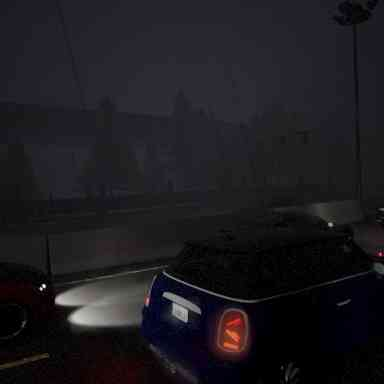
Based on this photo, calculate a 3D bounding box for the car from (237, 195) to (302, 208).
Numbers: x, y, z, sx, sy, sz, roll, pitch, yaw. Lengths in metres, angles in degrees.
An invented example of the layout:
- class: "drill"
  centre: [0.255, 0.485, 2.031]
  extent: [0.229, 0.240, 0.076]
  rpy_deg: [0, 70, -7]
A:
- class: "car"
  centre: [4.788, 0.959, 20.527]
  extent: [5.008, 1.535, 1.882]
  rpy_deg: [-4, 2, -37]

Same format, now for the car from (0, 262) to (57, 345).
- class: "car"
  centre: [-4.303, 1.565, 4.983]
  extent: [4.181, 1.385, 1.994]
  rpy_deg: [0, 0, -35]

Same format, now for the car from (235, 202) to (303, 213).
- class: "car"
  centre: [3.068, 1.321, 10.303]
  extent: [5.008, 1.535, 1.882]
  rpy_deg: [-3, 1, -36]

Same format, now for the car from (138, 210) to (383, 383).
- class: "car"
  centre: [1.592, 1.313, 4.915]
  extent: [4.553, 1.767, 2.097]
  rpy_deg: [-1, 1, -36]

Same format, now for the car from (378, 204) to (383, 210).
- class: "car"
  centre: [10.689, 0.864, 15.825]
  extent: [4.902, 1.511, 2.128]
  rpy_deg: [-4, 2, -36]
